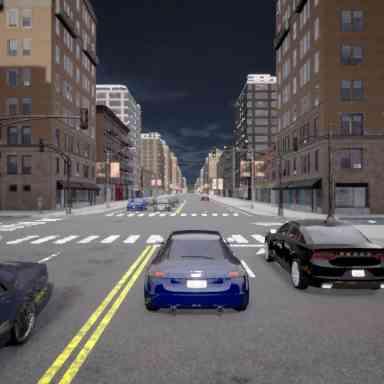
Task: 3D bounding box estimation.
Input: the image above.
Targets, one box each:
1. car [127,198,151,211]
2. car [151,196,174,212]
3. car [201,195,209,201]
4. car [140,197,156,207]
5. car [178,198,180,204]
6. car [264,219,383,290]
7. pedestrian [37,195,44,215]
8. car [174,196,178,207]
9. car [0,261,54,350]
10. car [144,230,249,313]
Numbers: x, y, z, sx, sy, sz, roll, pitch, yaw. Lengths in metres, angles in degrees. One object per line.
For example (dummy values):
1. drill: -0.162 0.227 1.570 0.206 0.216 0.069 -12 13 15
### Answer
1. car: -6.625 1.476 40.501 1.882 1.535 5.008 0 0 0
2. car: -3.382 1.525 38.928 1.812 1.442 4.674 0 0 0
3. car: 3.187 1.465 80.561 1.882 1.535 5.008 0 0 0
4. car: -6.636 1.560 50.605 1.994 1.385 4.181 0 0 0
5. car: -3.363 1.498 61.917 1.837 1.490 4.892 0 0 0
6. car: 3.331 1.478 9.140 1.882 1.535 5.008 0 0 0
7. pedestrian: -14.166 1.170 31.071 0.375 1.860 0.375 0 0 0
8. car: -3.384 1.500 48.221 1.837 1.490 4.892 0 0 0
9. car: -3.354 1.548 3.596 2.033 1.411 5.357 0 0 0
10. car: 0.082 1.564 7.767 1.994 1.385 4.181 0 0 0
